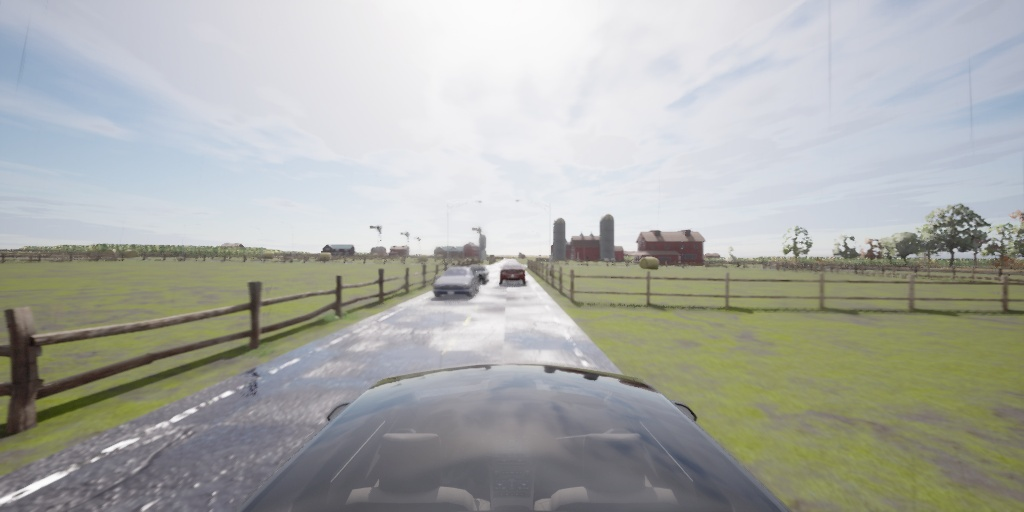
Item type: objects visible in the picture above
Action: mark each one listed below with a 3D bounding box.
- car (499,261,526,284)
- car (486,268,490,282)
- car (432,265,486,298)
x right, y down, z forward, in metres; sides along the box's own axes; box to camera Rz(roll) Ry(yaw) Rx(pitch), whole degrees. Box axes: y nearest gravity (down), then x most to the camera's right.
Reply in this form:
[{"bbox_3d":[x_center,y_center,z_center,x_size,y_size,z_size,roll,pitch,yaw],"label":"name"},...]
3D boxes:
[{"bbox_3d":[0.057,1.230,27.237,1.882,1.535,5.008,0,0,0],"label":"car"},{"bbox_3d":[-2.749,1.354,27.076,1.895,1.301,4.718,0,0,0],"label":"car"},{"bbox_3d":[-2.757,1.299,18.895,2.033,1.411,5.357,0,0,0],"label":"car"}]
